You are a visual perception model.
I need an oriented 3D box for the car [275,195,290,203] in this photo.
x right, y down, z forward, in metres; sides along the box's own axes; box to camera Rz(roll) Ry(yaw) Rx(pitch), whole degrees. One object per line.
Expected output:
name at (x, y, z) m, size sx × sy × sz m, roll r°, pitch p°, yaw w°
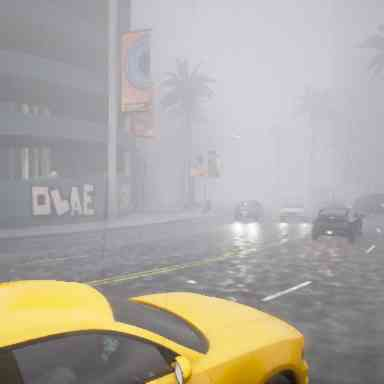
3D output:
car at (18.161, 1.437, 67.071) m, size 2.231 × 1.521 × 4.892 m, roll 0°, pitch 0°, yaw -4°

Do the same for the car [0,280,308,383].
car at (-1.156, 1.475, 2.492) m, size 5.008 × 1.535 × 1.882 m, roll 0°, pitch 0°, yaw -36°

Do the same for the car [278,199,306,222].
car at (8.099, 1.510, 26.415) m, size 1.812 × 1.442 × 4.674 m, roll 0°, pitch 0°, yaw 19°

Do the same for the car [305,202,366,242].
car at (7.321, 1.498, 16.631) m, size 1.837 × 1.490 × 4.892 m, roll 0°, pitch 0°, yaw 32°

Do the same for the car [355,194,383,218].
car at (16.347, 1.202, 30.217) m, size 2.150 × 2.045 × 5.566 m, roll 0°, pitch 0°, yaw 11°

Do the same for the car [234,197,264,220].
car at (4.803, 1.474, 27.578) m, size 2.128 × 1.511 × 4.902 m, roll 0°, pitch 0°, yaw 19°

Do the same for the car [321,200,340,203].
car at (12.950, 1.490, 31.151) m, size 1.837 × 1.490 × 4.892 m, roll 0°, pitch 0°, yaw 10°
